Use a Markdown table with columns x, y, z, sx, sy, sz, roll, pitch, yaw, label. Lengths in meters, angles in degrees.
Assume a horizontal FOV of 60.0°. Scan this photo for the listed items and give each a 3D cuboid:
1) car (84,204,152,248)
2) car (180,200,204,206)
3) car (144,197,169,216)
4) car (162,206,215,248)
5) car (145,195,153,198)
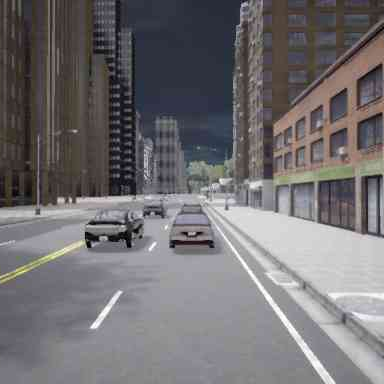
| x | y | z | sx | sy | sz | roll | pitch | yaw | label |
| --- | --- | --- | --- | --- | --- | --- | --- | --- | --- |
| -3.250 | 1.492 | 14.650 | 2.128 | 1.511 | 4.902 | 0 | 0 | 0 | car |
| 0.000 | 1.482 | 29.651 | 2.128 | 1.511 | 4.902 | 0 | 0 | 0 | car |
| -3.250 | 1.504 | 29.650 | 1.837 | 1.490 | 4.892 | 0 | 0 | 0 | car |
| 0.000 | 1.560 | 14.650 | 2.033 | 1.411 | 5.357 | 0 | 0 | 0 | car |
| -9.750 | 1.408 | 75.961 | 1.812 | 1.442 | 4.674 | 0 | 0 | 0 | car |
